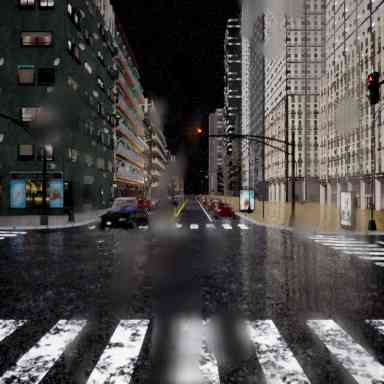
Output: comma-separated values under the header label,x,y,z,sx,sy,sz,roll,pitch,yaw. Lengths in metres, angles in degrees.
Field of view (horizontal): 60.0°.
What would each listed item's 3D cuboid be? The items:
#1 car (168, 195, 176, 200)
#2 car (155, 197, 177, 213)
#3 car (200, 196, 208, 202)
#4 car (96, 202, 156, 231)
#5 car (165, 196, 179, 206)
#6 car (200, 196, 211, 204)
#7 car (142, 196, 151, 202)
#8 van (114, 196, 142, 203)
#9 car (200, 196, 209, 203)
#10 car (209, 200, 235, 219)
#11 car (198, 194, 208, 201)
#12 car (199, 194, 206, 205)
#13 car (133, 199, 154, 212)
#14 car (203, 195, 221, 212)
label,x,y,z,sx,sy,sz,roll,pitch,yaw
car,-5.640,1.643,94.785,1.947,1.339,4.313,0,0,0
car,-3.082,1.580,36.519,1.994,1.385,4.181,0,0,0
car,2.733,1.636,78.197,1.802,1.307,4.206,0,0,0
car,-4.110,1.571,20.518,1.994,1.385,4.181,0,0,16
car,-3.063,1.626,50.895,1.895,1.301,4.718,0,0,1
car,2.728,1.592,67.142,2.008,1.369,4.403,0,0,0
car,-5.666,1.329,33.981,2.192,1.841,5.009,0,0,0
van,-5.669,1.352,28.454,1.690,1.788,3.998,0,0,0
car,2.731,1.593,72.670,1.887,1.381,4.507,0,0,0
car,2.711,1.593,28.448,1.802,1.307,4.206,0,0,0
car,2.737,1.376,83.725,2.192,1.841,5.009,0,0,0
car,2.724,1.470,56.087,1.967,1.590,4.097,0,0,0
car,-5.665,1.562,39.509,1.887,1.381,4.507,0,0,0
car,2.717,1.457,39.504,1.967,1.590,4.097,0,0,0
